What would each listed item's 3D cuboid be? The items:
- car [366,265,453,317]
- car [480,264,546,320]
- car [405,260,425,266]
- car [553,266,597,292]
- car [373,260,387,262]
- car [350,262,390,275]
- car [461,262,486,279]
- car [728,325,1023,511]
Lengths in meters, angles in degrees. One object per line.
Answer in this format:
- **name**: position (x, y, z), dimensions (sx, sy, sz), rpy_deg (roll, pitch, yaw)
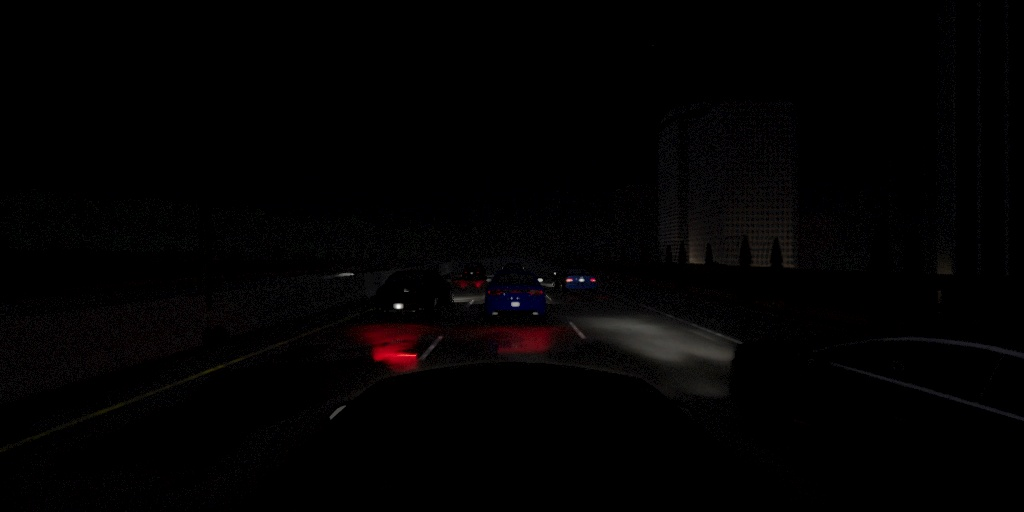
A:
- **car**: position (-3.402, 1.254, 13.172), dimensions (1.837, 1.490, 4.892), rpy_deg (0, 0, 0)
- **car**: position (0.098, 1.226, 12.737), dimensions (1.882, 1.535, 5.008), rpy_deg (0, 0, 0)
- **car**: position (-14.023, 1.328, 52.113), dimensions (2.033, 1.411, 5.357), rpy_deg (0, 0, 0)
- **car**: position (3.597, 1.300, 21.041), dimensions (2.033, 1.411, 5.357), rpy_deg (0, 0, 0)
- **car**: position (-17.553, 1.268, 47.113), dimensions (2.128, 1.511, 4.902), rpy_deg (0, 0, 1)
- **car**: position (-10.593, 1.360, 27.485), dimensions (1.895, 1.301, 4.718), rpy_deg (0, 0, 0)
- **car**: position (-3.418, 1.288, 32.686), dimensions (1.812, 1.442, 4.674), rpy_deg (0, 0, 0)
- **car**: position (3.599, 1.241, 2.493), dimensions (2.128, 1.511, 4.902), rpy_deg (0, 0, 0)
